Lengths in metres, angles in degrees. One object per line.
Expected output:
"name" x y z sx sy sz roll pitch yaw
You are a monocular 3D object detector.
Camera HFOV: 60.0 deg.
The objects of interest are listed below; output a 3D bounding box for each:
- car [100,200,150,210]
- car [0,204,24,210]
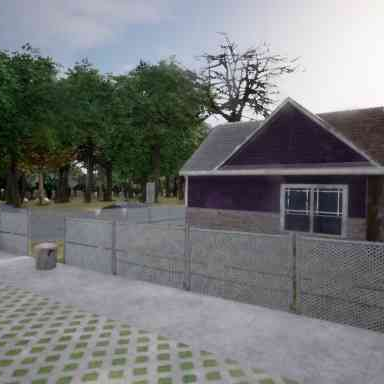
"car" -6.306 1.525 32.027 2.033 1.411 5.357 2 2 36
"car" -13.496 1.548 22.077 1.812 1.442 4.674 2 1 36
